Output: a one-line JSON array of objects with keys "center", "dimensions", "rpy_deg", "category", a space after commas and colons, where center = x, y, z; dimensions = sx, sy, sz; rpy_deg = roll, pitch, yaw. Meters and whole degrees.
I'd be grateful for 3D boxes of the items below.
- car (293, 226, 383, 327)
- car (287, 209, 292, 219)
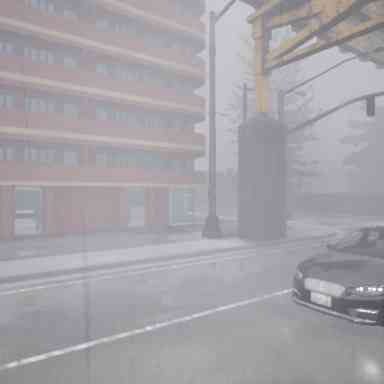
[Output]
[{"center": [4.127, 1.491, 6.851], "dimensions": [4.902, 1.511, 2.128], "rpy_deg": [0, 0, -35], "category": "car"}, {"center": [6.283, 1.525, 28.488], "dimensions": [1.812, 1.442, 4.674], "rpy_deg": [0, 0, -36], "category": "car"}]
